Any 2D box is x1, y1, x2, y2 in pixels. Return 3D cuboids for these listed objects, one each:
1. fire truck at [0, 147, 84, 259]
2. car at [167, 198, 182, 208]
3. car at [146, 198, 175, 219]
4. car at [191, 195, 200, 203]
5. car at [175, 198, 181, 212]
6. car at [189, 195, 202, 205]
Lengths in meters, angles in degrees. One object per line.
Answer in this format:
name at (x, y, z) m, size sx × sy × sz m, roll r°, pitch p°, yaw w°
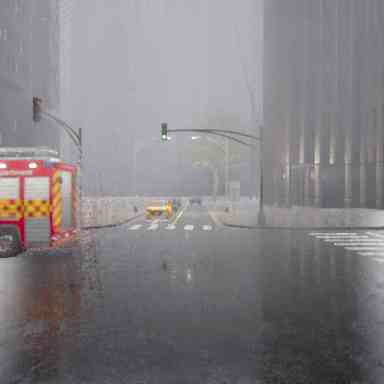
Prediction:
fire truck at (-8.777, 0.373, 12.590) m, size 8.468 × 3.827 × 2.891 m, roll -1°, pitch 0°, yaw 0°
car at (-2.588, 1.576, 49.205) m, size 1.895 × 1.301 × 4.718 m, roll 0°, pitch 0°, yaw 1°
car at (-2.817, 1.469, 29.327) m, size 1.882 × 1.535 × 5.008 m, roll 0°, pitch 0°, yaw 1°
car at (0.718, 1.412, 68.995) m, size 1.837 × 1.490 × 4.892 m, roll 0°, pitch 0°, yaw 1°
car at (-2.696, 1.551, 39.290) m, size 1.994 × 1.385 × 4.181 m, roll 0°, pitch 0°, yaw 1°
car at (0.601, 1.455, 58.572) m, size 1.837 × 1.490 × 4.892 m, roll 0°, pitch 0°, yaw 1°
